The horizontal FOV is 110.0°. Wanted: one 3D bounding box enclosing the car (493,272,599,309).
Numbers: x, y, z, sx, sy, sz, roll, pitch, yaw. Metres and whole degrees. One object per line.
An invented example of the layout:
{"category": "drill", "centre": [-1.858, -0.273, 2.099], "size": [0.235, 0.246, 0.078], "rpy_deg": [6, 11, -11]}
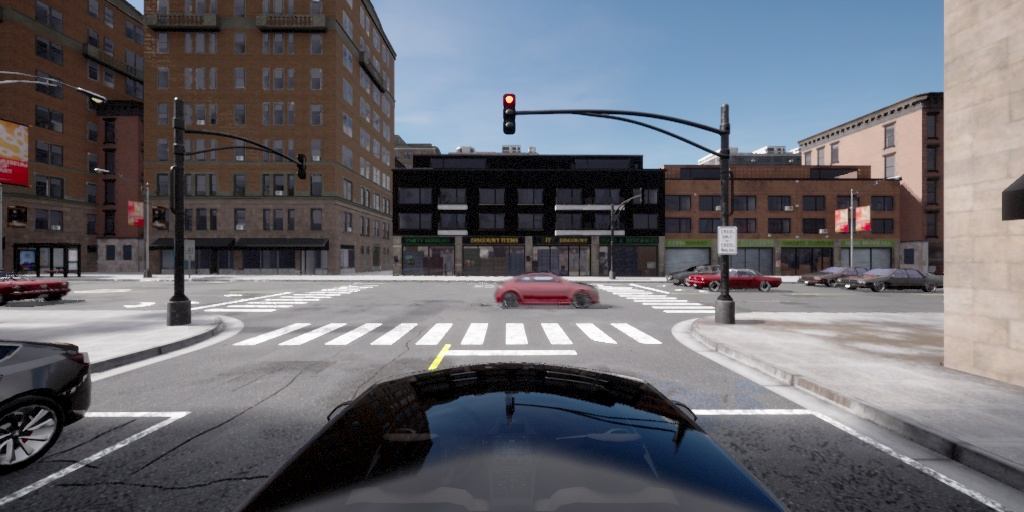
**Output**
{"category": "car", "centre": [1.336, 1.327, 14.461], "size": [4.181, 1.385, 1.994], "rpy_deg": [0, 0, -1]}

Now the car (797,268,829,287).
{"category": "car", "centre": [22.905, 1.422, 24.707], "size": [5.357, 1.411, 2.033], "rpy_deg": [0, 0, -1]}

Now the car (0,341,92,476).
{"category": "car", "centre": [-5.388, 1.316, 2.073], "size": [1.948, 1.339, 4.313], "rpy_deg": [0, 0, -1]}

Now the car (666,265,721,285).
{"category": "car", "centre": [13.161, 1.329, 24.573], "size": [4.892, 1.490, 1.837], "rpy_deg": [0, 0, -1]}

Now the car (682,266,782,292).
{"category": "car", "centre": [13.071, 1.424, 21.323], "size": [4.718, 1.301, 1.895], "rpy_deg": [0, 0, -1]}

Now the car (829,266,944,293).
{"category": "car", "centre": [22.718, 1.421, 21.451], "size": [5.357, 1.411, 2.033], "rpy_deg": [0, 0, -1]}

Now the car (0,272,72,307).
{"category": "car", "centre": [-20.734, 1.258, 14.165], "size": [4.718, 1.301, 1.895], "rpy_deg": [0, 0, -1]}

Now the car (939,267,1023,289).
{"category": "car", "centre": [32.829, 1.492, 24.831], "size": [4.181, 1.385, 1.994], "rpy_deg": [0, 0, -1]}
